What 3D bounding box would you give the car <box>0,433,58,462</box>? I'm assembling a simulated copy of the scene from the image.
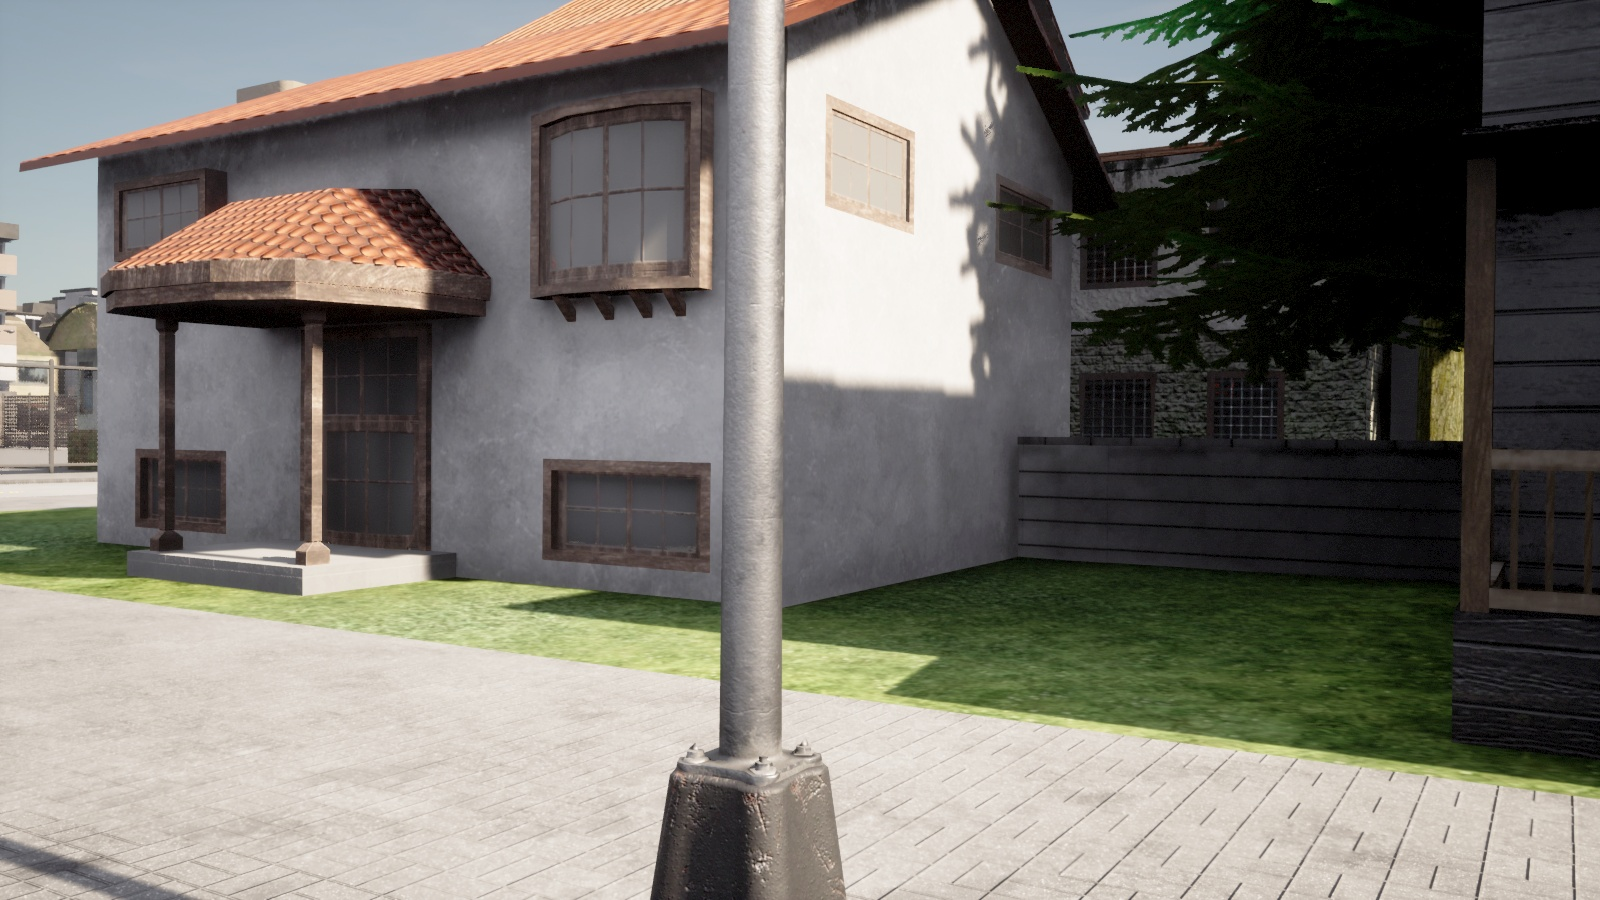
[{"bbox_3d":[-51.723,-0.145,83.534,3.866,1.878,1.905,-1,1,-23],"label":"car"}]
